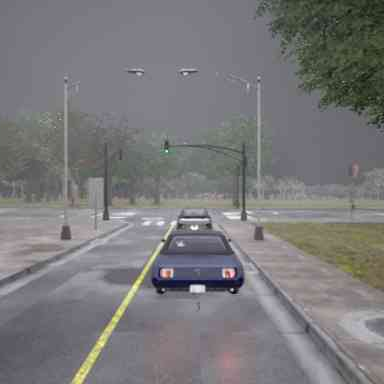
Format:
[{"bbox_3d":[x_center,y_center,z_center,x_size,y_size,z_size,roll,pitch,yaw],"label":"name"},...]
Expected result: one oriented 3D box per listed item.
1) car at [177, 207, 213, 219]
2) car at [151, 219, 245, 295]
[{"bbox_3d":[0.154,1.589,18.758,2.128,1.511,4.902,0,0,1],"label":"car"},{"bbox_3d":[0.115,1.639,8.807,1.895,1.301,4.718,0,0,0],"label":"car"}]
